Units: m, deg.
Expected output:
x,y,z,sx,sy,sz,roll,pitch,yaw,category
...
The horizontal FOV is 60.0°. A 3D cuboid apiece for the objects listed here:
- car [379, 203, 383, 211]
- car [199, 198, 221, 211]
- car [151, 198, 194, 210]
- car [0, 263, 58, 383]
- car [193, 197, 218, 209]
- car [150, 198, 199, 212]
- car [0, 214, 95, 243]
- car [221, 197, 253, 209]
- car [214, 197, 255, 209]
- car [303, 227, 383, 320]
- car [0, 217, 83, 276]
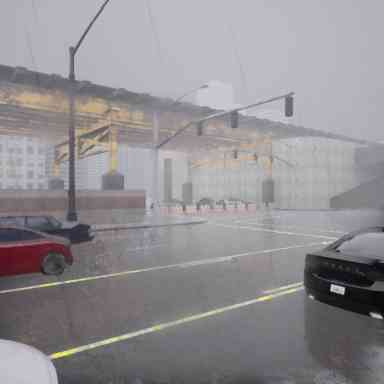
x,y,z,sx,sy,sz,roll,pitch,yaw,category
24.646,1.547,40.070,5.357,1.411,2.033,0,0,-37,car
1.685,1.453,39.925,2.038,1.542,4.974,0,0,18,car
-2.089,1.295,37.216,4.536,1.218,1.853,0,0,8,car
-3.081,1.526,1.541,4.674,1.442,1.812,0,0,-36,car
1.701,1.295,39.975,1.853,1.218,4.536,0,0,18,car
-2.038,1.453,37.209,4.974,1.542,2.038,0,0,8,car
-6.415,1.547,12.309,5.357,1.411,2.033,0,0,-36,car
5.513,1.295,43.710,4.536,1.218,1.853,0,0,-7,car
5.565,1.452,43.717,4.974,1.542,2.038,0,0,-7,car
4.446,1.478,7.010,5.008,1.535,1.882,0,0,-36,car
-5.351,1.564,8.776,4.181,1.385,1.994,0,0,-36,car
